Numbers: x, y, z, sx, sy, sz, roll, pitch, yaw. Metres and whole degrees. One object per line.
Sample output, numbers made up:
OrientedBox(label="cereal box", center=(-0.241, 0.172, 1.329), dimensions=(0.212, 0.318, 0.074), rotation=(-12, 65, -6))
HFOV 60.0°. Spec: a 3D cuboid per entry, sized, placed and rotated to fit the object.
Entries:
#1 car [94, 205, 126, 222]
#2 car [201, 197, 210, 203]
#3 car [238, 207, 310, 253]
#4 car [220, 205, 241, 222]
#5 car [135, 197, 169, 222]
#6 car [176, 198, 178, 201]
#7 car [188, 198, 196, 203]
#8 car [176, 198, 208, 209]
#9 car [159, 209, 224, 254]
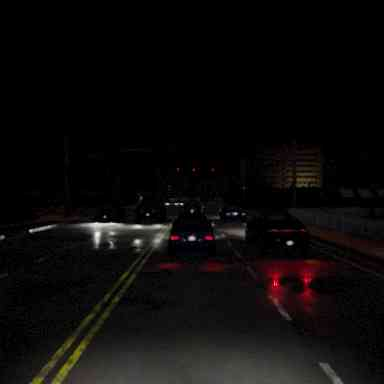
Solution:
OrientedBox(label="car", center=(-7.008, 1.833, 28.789), dimensions=(1.994, 1.385, 4.181), rotation=(0, -1, 0))
OrientedBox(label="car", center=(3.479, 2.043, 86.846), dimensions=(2.097, 1.767, 4.553), rotation=(0, -1, 0))
OrientedBox(label="car", center=(3.502, 1.626, 14.307), dimensions=(2.128, 1.511, 4.902), rotation=(0, 0, 0))
OrientedBox(label="car", center=(3.507, 1.817, 28.982), dimensions=(2.033, 1.411, 5.357), rotation=(0, -1, 1))
OrientedBox(label="car", center=(-3.508, 1.476, 29.063), dimensions=(2.150, 2.045, 5.566), rotation=(0, -1, 0))
OrientedBox(label="car", center=(-3.522, 2.440, 91.747), dimensions=(1.895, 1.301, 4.718), rotation=(0, -1, 0))
OrientedBox(label="car", center=(-0.021, 2.211, 86.554), dimensions=(2.033, 1.411, 5.357), rotation=(0, -1, 0))
OrientedBox(label="car", center=(-0.022, 1.621, 29.069), dimensions=(2.097, 1.767, 4.553), rotation=(0, -1, -1))
OrientedBox(label="car", center=(-0.002, 1.678, 13.984), dimensions=(2.033, 1.411, 5.357), rotation=(0, -1, 0))
